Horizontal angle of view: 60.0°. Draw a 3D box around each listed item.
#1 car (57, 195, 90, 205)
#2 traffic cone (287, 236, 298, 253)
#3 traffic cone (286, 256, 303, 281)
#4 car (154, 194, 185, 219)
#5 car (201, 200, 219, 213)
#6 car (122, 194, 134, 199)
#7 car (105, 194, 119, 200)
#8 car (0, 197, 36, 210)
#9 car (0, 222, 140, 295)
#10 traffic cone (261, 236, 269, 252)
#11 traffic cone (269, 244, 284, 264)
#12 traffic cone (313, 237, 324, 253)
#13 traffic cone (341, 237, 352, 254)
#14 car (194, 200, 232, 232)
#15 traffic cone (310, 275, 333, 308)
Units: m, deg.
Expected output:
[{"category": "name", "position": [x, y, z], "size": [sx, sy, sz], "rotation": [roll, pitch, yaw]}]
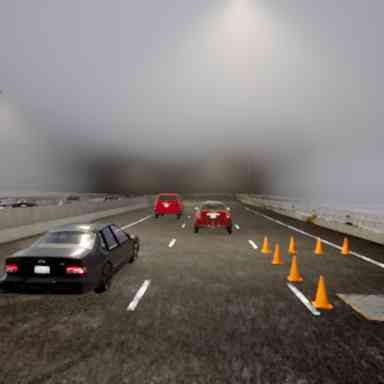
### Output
[{"category": "car", "position": [-12.327, 1.161, 34.948], "size": [2.097, 1.767, 4.553], "rotation": [1, 0, 3]}, {"category": "traffic cone", "position": [3.822, 1.988, 12.657], "size": [0.340, 0.580, 0.340], "rotation": [1, 0, 2]}, {"category": "traffic cone", "position": [2.680, 1.979, 8.696], "size": [0.340, 0.580, 0.340], "rotation": [1, 0, 2]}, {"category": "car", "position": [-1.897, 1.165, 28.867], "size": [2.150, 2.045, 5.566], "rotation": [1, 0, 3]}, {"category": "car", "position": [1.996, 1.580, 37.399], "size": [1.895, 1.301, 4.718], "rotation": [1, 0, 3]}, {"category": "car", "position": [-13.778, 1.239, 71.913], "size": [1.812, 1.442, 4.674], "rotation": [1, 0, 3]}, {"category": "car", "position": [-17.271, 1.213, 72.127], "size": [2.033, 1.411, 5.357], "rotation": [1, 0, 3]}, {"category": "car", "position": [-16.048, 1.261, 30.251], "size": [2.128, 1.511, 4.902], "rotation": [1, 0, 3]}, {"category": "car", "position": [-2.722, 1.504, 8.748], "size": [2.033, 1.411, 5.357], "rotation": [1, 0, 2]}, {"category": "traffic cone", "position": [2.823, 1.976, 12.693], "size": [0.340, 0.580, 0.340], "rotation": [1, 0, 2]}, {"category": "traffic cone", "position": [2.751, 1.977, 10.695], "size": [0.340, 0.580, 0.340], "rotation": [1, 0, 2]}, {"category": "traffic cone", "position": [4.821, 2.000, 12.622], "size": [0.340, 0.580, 0.340], "rotation": [1, 0, 2]}, {"category": "traffic cone", "position": [5.820, 2.013, 12.586], "size": [0.340, 0.580, 0.340], "rotation": [1, 0, 2]}, {"category": "car", "position": [1.231, 1.344, 20.093], "size": [2.097, 1.767, 4.553], "rotation": [1, 0, 2]}, {"category": "traffic cone", "position": [2.608, 1.980, 6.697], "size": [0.340, 0.580, 0.340], "rotation": [1, 0, 2]}]
